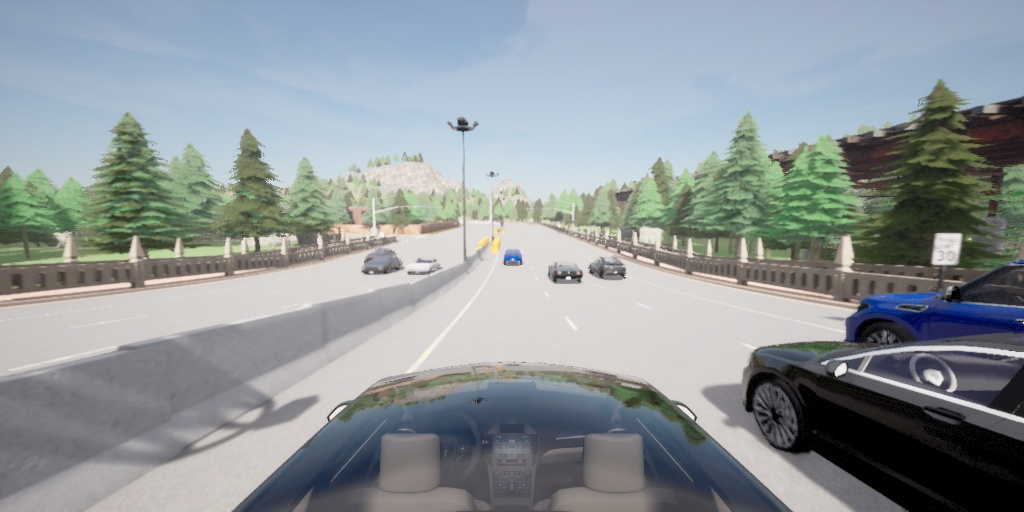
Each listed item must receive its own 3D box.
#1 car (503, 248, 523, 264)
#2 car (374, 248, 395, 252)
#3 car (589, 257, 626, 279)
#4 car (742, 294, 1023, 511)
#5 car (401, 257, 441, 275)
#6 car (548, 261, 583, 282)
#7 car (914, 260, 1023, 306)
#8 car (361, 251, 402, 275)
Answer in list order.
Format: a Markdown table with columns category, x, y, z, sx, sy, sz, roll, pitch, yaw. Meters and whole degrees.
| category | x | y | z | sx | sy | sz | roll | pitch | yaw |
| --- | --- | --- | --- | --- | --- | --- | --- | --- | --- |
| car | 0.094 | -0.056 | 37.426 | 1.882 | 1.535 | 5.008 | 0 | 6 | 0 |
| car | -14.097 | -0.124 | 38.752 | 2.033 | 1.411 | 5.357 | 0 | 6 | 0 |
| car | 7.096 | 0.791 | 26.956 | 2.128 | 1.511 | 4.902 | 0 | 3 | 0 |
| car | 3.600 | 1.242 | 2.223 | 2.128 | 1.511 | 4.902 | 0 | 0 | 0 |
| car | -7.101 | 0.763 | 29.116 | 1.895 | 1.301 | 4.718 | 0 | 4 | 0 |
| car | 3.596 | 1.009 | 25.016 | 1.895 | 1.301 | 4.718 | 0 | 3 | 0 |
| car | 7.100 | 0.972 | 4.060 | 2.150 | 2.045 | 5.566 | 0 | 0 | 0 |
| car | -10.603 | 0.670 | 29.685 | 2.033 | 1.411 | 5.357 | 0 | 4 | 0 |
